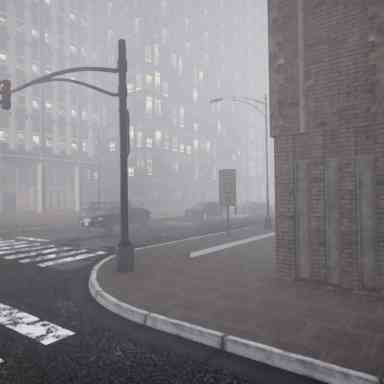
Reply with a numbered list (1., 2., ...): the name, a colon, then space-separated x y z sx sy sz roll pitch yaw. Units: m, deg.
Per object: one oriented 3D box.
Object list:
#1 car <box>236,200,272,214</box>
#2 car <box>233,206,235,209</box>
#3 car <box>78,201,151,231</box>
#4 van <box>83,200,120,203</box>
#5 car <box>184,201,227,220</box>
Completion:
1. car: 7.243 1.707 37.530 1.895 1.301 4.718 -1 -1 36
2. car: 6.829 1.689 41.415 1.752 1.417 4.829 -2 -1 36
3. car: -4.652 1.557 21.004 2.128 1.511 4.902 -1 -1 34
4. van: -6.026 1.460 23.520 1.690 1.788 3.998 -2 -1 36
5. car: 1.282 1.563 29.247 1.882 1.535 5.008 -1 -1 36
